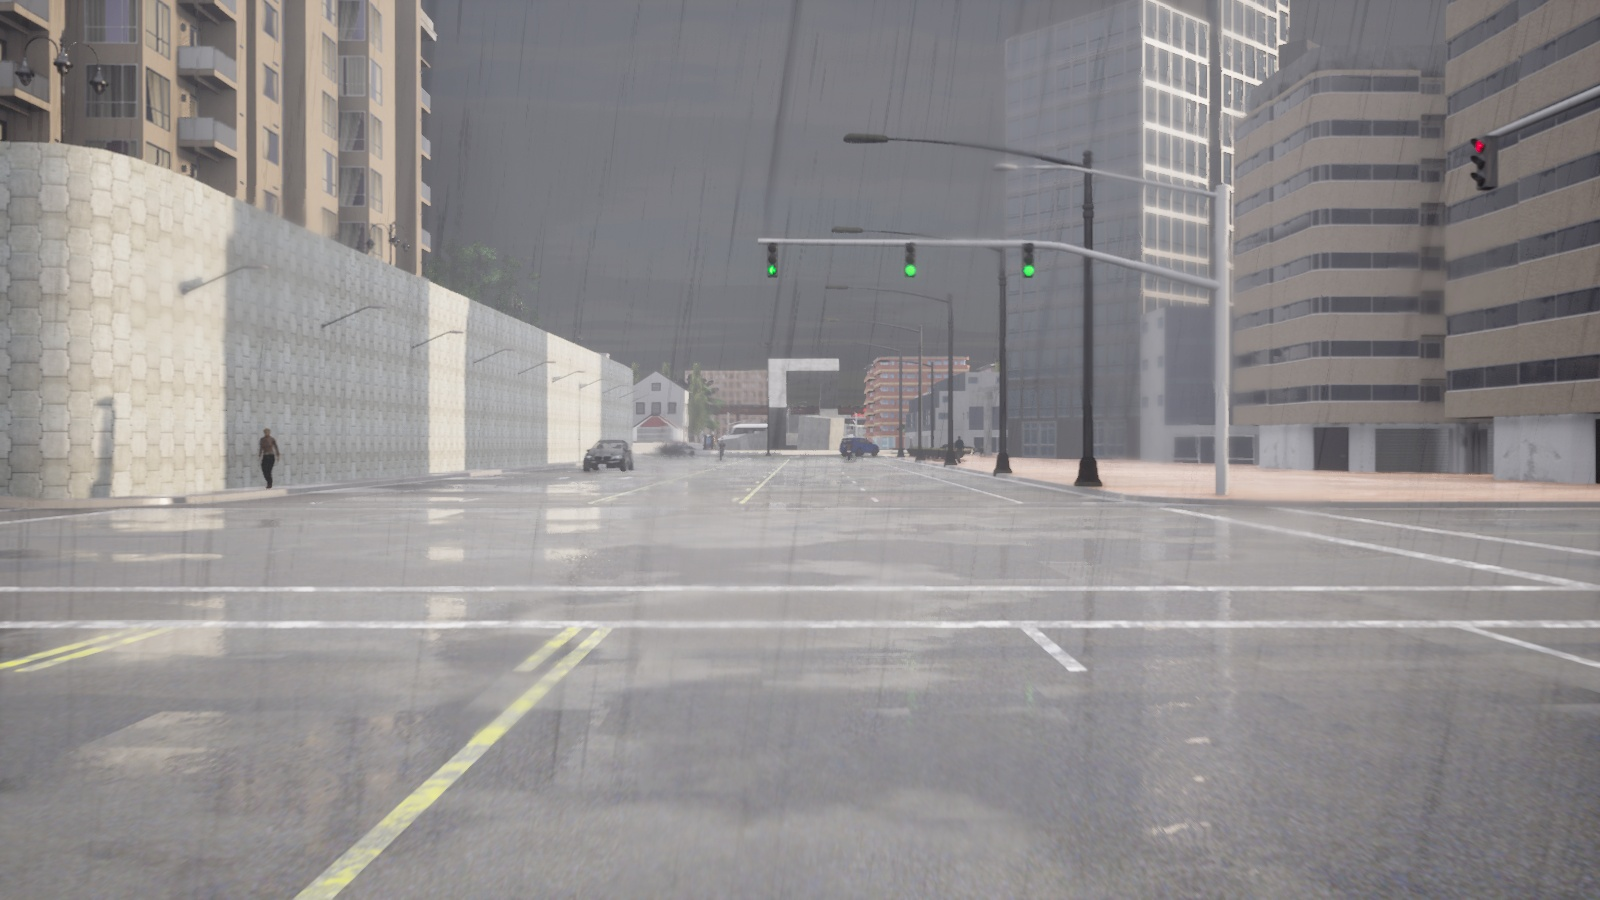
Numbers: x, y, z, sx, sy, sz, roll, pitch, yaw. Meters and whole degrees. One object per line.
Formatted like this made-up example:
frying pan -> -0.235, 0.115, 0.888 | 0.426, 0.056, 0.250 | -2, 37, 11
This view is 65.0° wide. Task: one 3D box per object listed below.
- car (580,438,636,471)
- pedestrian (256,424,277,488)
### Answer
car -> -10.108, 0.209, 66.353 | 2.242, 1.667, 4.611 | 0, 0, 0
pedestrian -> -15.575, 0.182, 36.683 | 0.331, 1.846, 0.634 | 0, 0, 1
